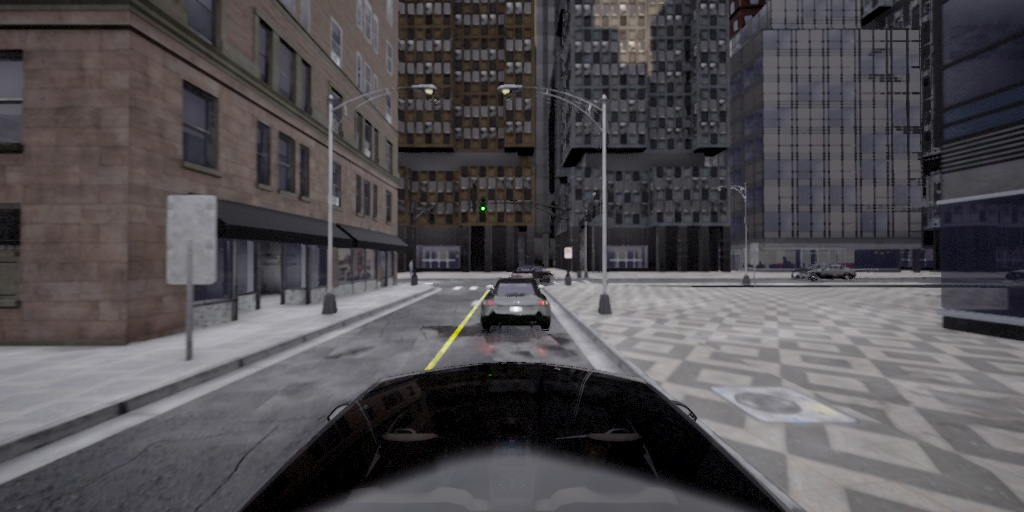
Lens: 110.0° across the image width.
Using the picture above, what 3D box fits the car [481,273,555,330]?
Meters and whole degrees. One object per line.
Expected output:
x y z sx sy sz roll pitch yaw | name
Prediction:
0.105 1.401 11.493 1.994 1.385 4.181 0 -1 0 | car

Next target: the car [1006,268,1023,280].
46.793 1.547 31.749 4.181 1.385 1.994 0 -1 1 | car

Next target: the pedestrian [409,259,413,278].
-9.878 1.204 35.412 0.375 1.860 0.375 0 0 1 | pedestrian

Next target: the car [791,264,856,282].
27.758 1.473 32.022 4.902 1.511 2.128 0 -1 1 | car

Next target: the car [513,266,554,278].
1.612 1.459 26.274 2.128 1.511 4.902 -1 -1 25 | car
